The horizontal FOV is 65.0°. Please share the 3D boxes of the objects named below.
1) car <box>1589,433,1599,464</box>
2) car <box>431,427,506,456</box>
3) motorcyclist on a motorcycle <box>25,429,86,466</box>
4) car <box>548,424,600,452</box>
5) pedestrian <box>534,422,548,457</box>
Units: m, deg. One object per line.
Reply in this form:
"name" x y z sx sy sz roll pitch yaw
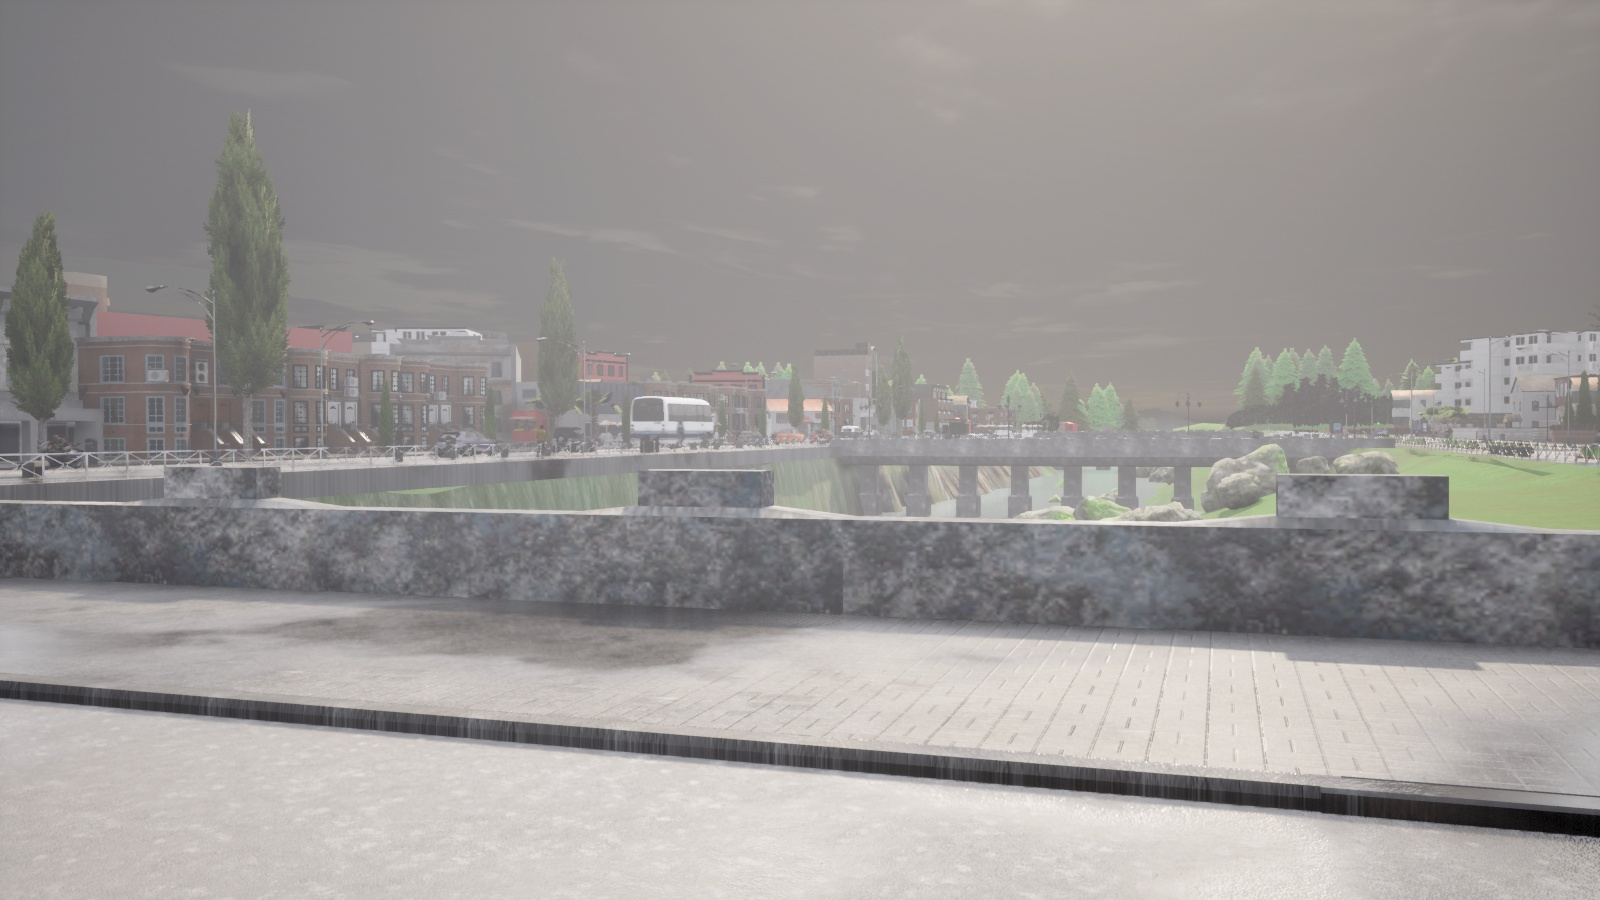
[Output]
"car" 41.118 -0.048 62.942 1.789 1.549 3.705 1 1 19
"car" -19.807 -0.522 75.221 2.033 1.649 4.856 1 1 19
"motorcyclist on a motorcycle" -31.457 -0.107 53.101 0.866 1.530 2.191 1 1 19
"car" -15.713 -0.836 87.404 1.905 1.878 3.866 1 1 19
"pedestrian" -13.673 -0.578 66.410 0.431 1.840 0.709 0 1 17
